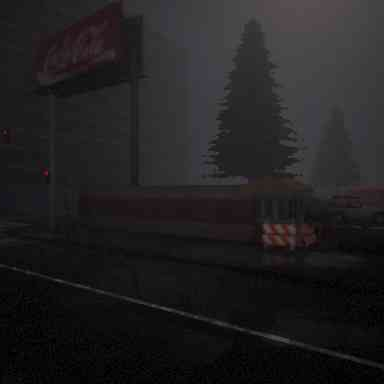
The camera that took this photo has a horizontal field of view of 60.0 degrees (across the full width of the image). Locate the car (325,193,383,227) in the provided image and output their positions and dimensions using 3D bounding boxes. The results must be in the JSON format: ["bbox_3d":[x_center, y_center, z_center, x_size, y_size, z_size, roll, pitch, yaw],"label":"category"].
[{"bbox_3d":[10.509,1.146,21.046,3.866,1.878,1.905,0,0,35],"label":"car"}]

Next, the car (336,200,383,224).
[{"bbox_3d":[12.447,1.336,23.105,4.193,1.474,1.816,0,0,35],"label":"car"}]
